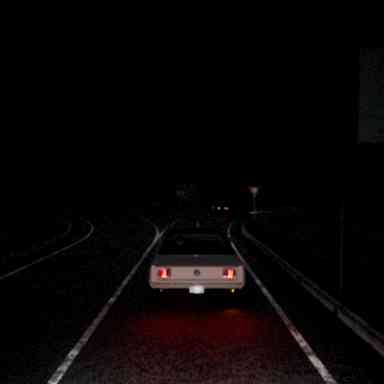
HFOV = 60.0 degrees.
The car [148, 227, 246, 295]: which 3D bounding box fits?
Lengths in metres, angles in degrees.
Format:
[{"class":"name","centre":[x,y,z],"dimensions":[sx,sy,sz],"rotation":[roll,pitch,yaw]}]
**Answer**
[{"class":"car","centre":[0.104,1.551,8.524],"dimensions":[1.895,1.301,4.718],"rotation":[0,0,0]}]

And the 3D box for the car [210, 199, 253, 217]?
[{"class":"car","centre":[3.608,1.322,29.574],"dimensions":[2.033,1.411,5.357],"rotation":[2,2,33]}]
